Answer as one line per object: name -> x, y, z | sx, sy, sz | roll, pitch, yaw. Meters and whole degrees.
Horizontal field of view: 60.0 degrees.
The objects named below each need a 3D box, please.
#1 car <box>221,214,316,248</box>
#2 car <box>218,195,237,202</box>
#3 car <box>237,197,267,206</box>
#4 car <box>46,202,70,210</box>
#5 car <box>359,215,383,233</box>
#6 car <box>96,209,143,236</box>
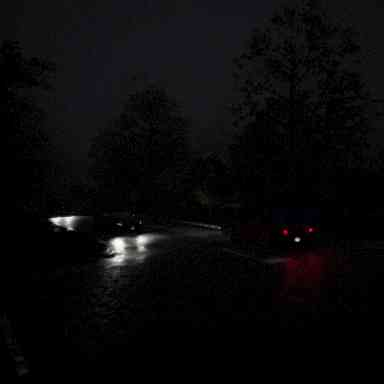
car -> 3.192, 1.667, 15.134 | 1.895, 1.301, 4.718 | 0, -2, -26
car -> 7.222, 1.244, 64.738 | 4.718, 1.301, 1.895 | 1, -1, -43
car -> 9.147, 1.300, 47.282 | 1.882, 1.535, 5.008 | -2, 2, -36
car -> -13.860, 1.334, 34.553 | 1.994, 1.385, 4.181 | -2, 2, -35
car -> 11.620, 1.626, 18.077 | 2.002, 1.452, 4.674 | 1, 0, -35
car -> -4.881, 1.848, 21.711 | 1.812, 1.442, 4.674 | -2, 2, -35
